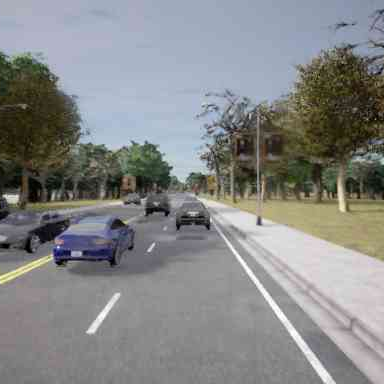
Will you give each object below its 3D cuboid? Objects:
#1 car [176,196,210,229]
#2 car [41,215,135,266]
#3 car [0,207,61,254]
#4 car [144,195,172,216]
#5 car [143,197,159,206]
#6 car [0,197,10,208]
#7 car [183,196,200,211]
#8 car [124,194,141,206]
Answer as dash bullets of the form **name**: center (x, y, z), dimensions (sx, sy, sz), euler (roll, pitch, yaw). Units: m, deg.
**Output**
- **car**: center (0.050, 1.372, 21.805), dimensions (2.097, 1.767, 4.553), euler (0, 0, 0)
- **car**: center (-3.166, 1.532, 11.423), dimensions (1.812, 1.442, 4.674), euler (0, 0, 0)
- **car**: center (-6.622, 1.501, 13.630), dimensions (2.128, 1.511, 4.902), euler (0, 0, 0)
- **car**: center (-3.267, 1.260, 32.834), dimensions (2.150, 2.045, 5.566), euler (0, 0, -1)
- **car**: center (-6.853, 1.575, 56.212), dimensions (2.128, 1.511, 4.902), euler (0, 0, 0)
- **car**: center (-9.871, 1.232, 14.201), dimensions (2.150, 2.045, 5.566), euler (0, 0, 0)
- **car**: center (-0.076, 1.407, 42.487), dimensions (2.097, 1.767, 4.553), euler (0, 0, 0)
- **car**: center (-10.102, 1.306, 56.651), dimensions (2.150, 2.045, 5.566), euler (0, 0, 0)
